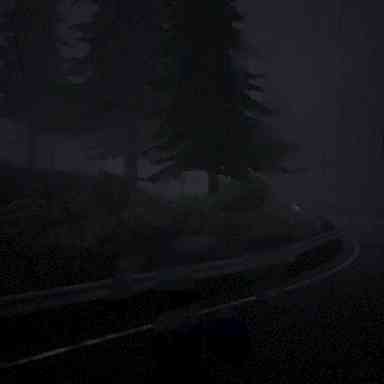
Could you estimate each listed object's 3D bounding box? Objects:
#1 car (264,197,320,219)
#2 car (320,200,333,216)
[{"bbox_3d":[7.531,1.191,26.922,2.097,1.767,4.553,-1,0,-31],"label":"car"},{"bbox_3d":[10.118,1.288,29.874,1.882,1.535,5.008,0,0,-30],"label":"car"}]
